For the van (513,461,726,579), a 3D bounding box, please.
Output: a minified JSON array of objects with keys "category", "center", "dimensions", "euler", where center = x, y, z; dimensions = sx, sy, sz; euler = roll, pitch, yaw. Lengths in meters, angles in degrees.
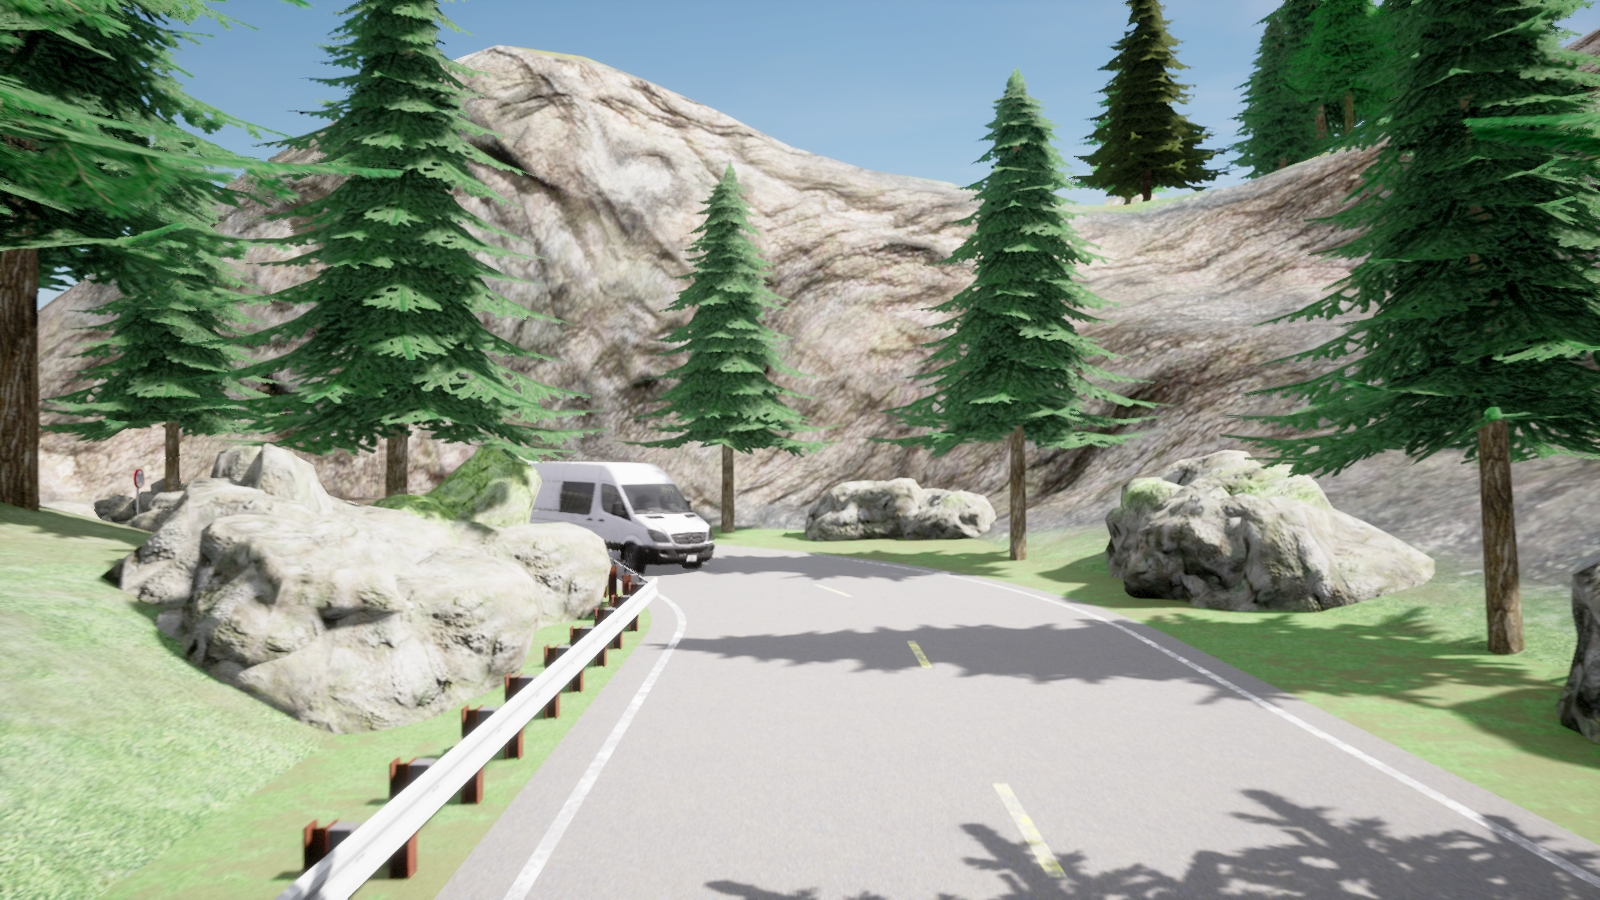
[{"category":"van","center":[-4.539,1.579,27.997],"dimensions":[5.915,2.561,1.988],"euler":[0,-1,44]}]
